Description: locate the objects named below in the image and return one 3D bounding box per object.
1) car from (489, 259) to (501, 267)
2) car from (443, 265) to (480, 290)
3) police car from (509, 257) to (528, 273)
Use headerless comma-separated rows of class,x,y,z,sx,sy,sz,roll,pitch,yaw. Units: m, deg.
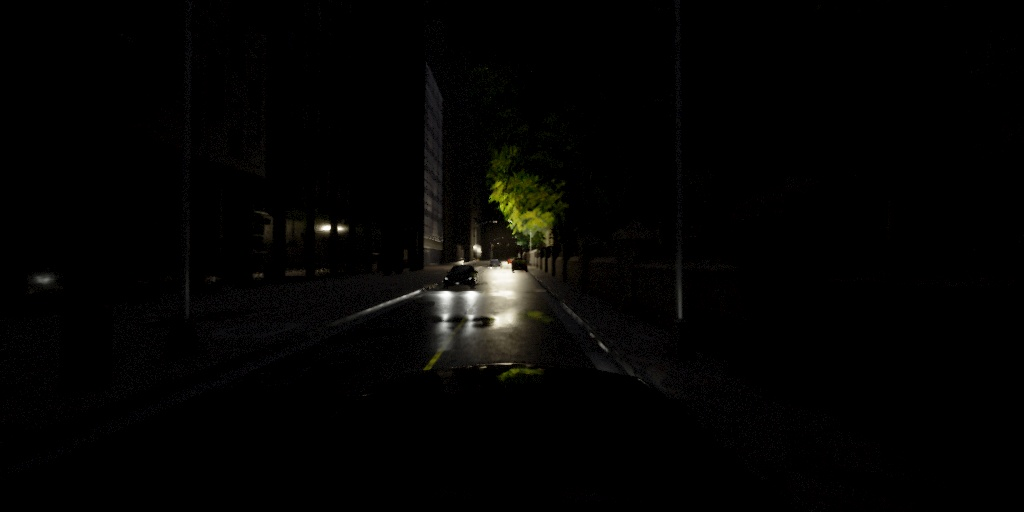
car,-3.001,1.262,63.829,1.994,1.385,4.181,0,0,1
car,-3.087,1.274,22.647,1.812,1.442,4.674,0,0,0
police car,0.917,1.150,43.856,1.930,1.638,5.238,0,0,0
